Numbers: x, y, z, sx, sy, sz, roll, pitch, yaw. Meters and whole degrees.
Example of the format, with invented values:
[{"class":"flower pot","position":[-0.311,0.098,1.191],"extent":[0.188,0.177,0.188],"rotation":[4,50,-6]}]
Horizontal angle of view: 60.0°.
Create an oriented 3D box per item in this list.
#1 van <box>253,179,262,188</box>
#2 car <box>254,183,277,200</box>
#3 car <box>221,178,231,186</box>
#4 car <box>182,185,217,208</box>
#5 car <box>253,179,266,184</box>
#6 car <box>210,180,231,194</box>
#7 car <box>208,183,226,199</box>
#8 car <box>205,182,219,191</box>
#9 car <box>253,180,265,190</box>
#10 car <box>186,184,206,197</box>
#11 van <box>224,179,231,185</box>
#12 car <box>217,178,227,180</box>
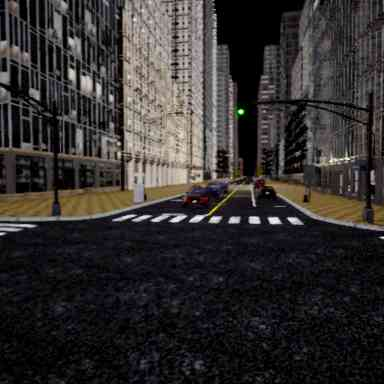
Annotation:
[{"class":"van","position":[14.028,-1.890,71.119],"extent":[1.690,1.788,3.998],"rotation":[0,3,10]},{"class":"car","position":[7.400,0.053,33.047],"extent":[1.947,1.339,4.313],"rotation":[0,3,10]},{"class":"car","position":[9.128,-2.686,88.794],"extent":[2.192,1.841,5.009],"rotation":[0,3,10]},{"class":"car","position":[0.525,0.411,25.484],"extent":[1.994,1.385,4.181],"rotation":[0,3,10]},{"class":"car","position":[11.166,-1.175,54.800],"extent":[2.192,1.841,5.009],"rotation":[0,3,10]},{"class":"car","position":[4.108,-0.517,45.845],"extent":[2.033,1.411,5.357],"rotation":[0,3,10]},{"class":"car","position":[2.276,0.002,35.455],"extent":[1.895,1.301,4.718],"rotation":[0,3,10]},{"class":"car","position":[3.405,-0.955,56.171],"extent":[1.947,1.339,4.313],"rotation":[0,3,10]},{"class":"car","position":[12.121,-1.297,60.245],"extent":[1.967,1.590,4.097],"rotation":[0,3,10]},{"class":"car","position":[0.543,-0.204,39.854],"extent":[1.802,1.307,4.206],"rotation":[0,3,10]},{"class":"van","position":[10.082,-2.907,94.234],"extent":[1.690,1.788,3.998],"rotation":[0,3,10]},{"class":"car","position":[5.313,-1.574,67.044],"extent":[1.967,1.590,4.097],"rotation":[0,3,10]}]
